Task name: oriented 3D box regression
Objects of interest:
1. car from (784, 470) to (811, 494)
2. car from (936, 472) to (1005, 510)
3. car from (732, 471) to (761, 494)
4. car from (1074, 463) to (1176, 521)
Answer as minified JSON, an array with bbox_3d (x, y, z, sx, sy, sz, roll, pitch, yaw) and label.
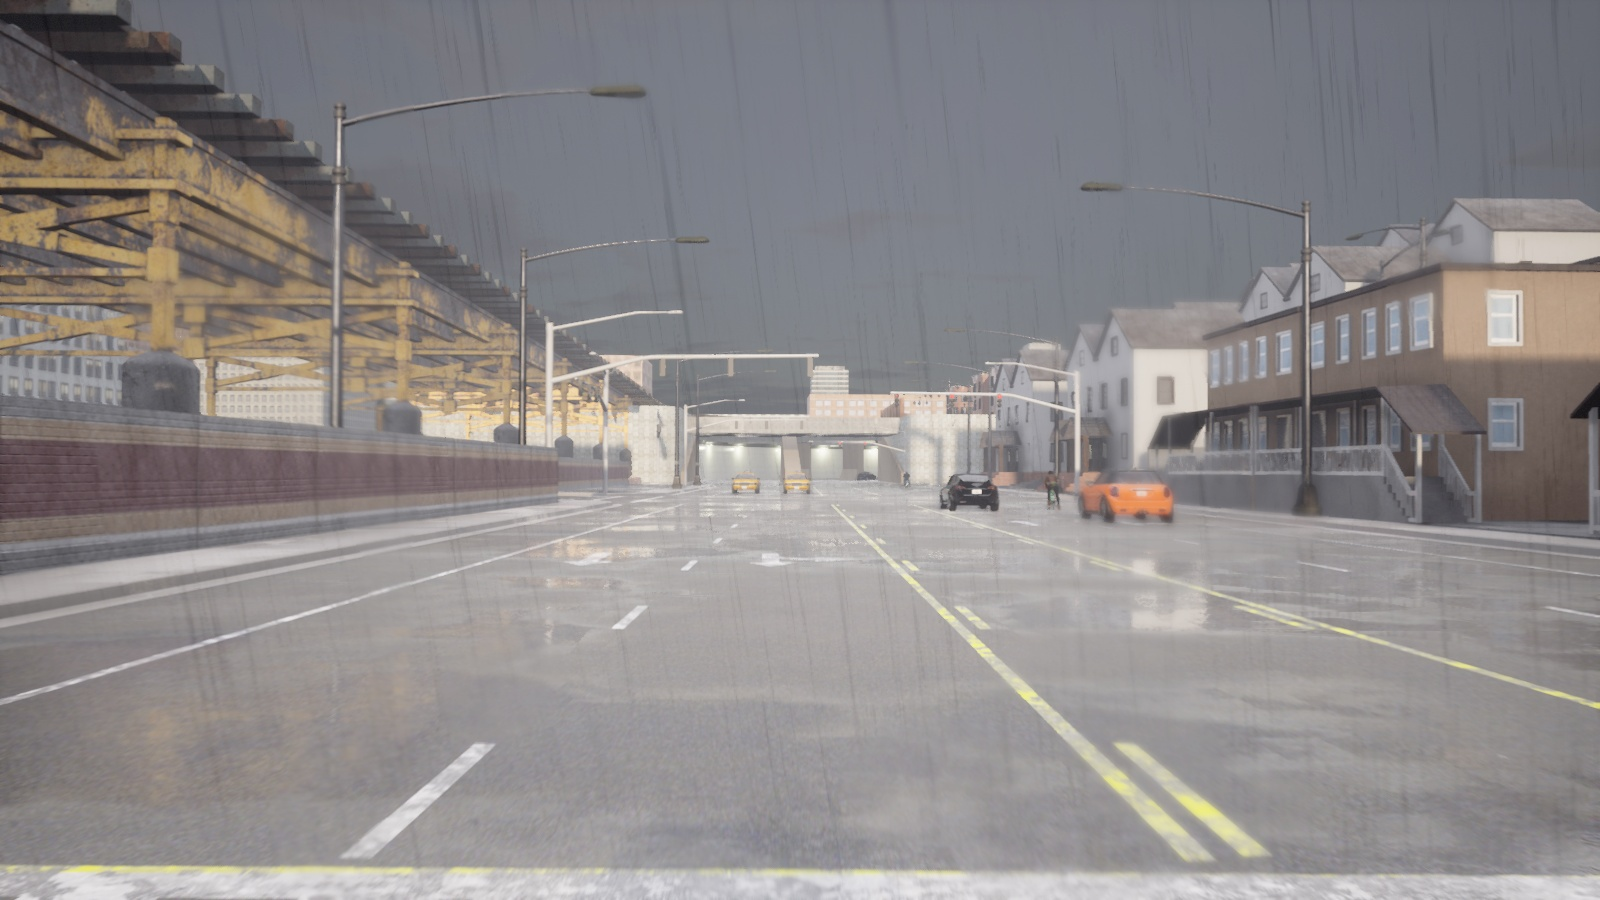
[{"bbox_3d":[-0.196,2.214,87.185,1.801,1.575,5.366,0,-1,0],"label":"car"},{"bbox_3d":[6.885,1.645,51.262,2.163,1.488,4.792,0,-1,0],"label":"car"},{"bbox_3d":[-3.696,2.229,87.086,1.801,1.575,5.366,0,-1,0],"label":"car"},{"bbox_3d":[10.408,1.309,40.539,2.097,1.767,4.553,0,-1,0],"label":"car"}]
